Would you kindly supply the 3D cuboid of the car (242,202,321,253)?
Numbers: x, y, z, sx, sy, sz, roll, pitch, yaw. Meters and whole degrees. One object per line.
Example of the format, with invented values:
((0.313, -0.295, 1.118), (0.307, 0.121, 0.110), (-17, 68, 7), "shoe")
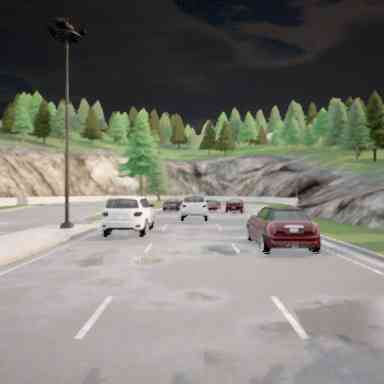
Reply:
((3.598, 1.366, 13.845), (2.097, 1.767, 4.553), (0, 0, 0), "car")

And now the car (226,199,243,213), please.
((5.023, 1.516, 37.900), (1.882, 1.535, 5.008), (0, 0, 13), "car")

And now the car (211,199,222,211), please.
((2.489, 1.606, 41.628), (1.994, 1.385, 4.181), (0, 0, 15), "car")

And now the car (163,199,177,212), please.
((-1.955, 1.530, 38.496), (2.128, 1.511, 4.902), (0, 0, 13), "car")

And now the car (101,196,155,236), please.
((-3.401, 1.240, 18.521), (2.150, 2.045, 5.566), (0, 0, 0), "car")

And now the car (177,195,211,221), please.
((0.259, 1.250, 28.047), (2.150, 2.045, 5.566), (0, 0, 2), "car")
